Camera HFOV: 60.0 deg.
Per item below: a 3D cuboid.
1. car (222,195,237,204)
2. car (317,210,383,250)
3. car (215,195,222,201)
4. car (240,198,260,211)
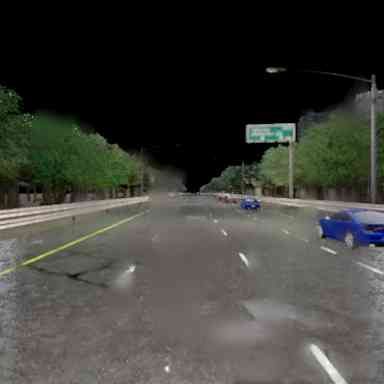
[{"bbox_3d":[7.187,1.481,62.683,1.812,1.442,4.674,0,0,0],"label":"car"},{"bbox_3d":[7.017,1.494,14.263,1.882,1.535,5.008,0,0,0],"label":"car"},{"bbox_3d":[7.250,1.418,78.662,1.882,1.535,5.008,0,0,0],"label":"car"},{"bbox_3d":[7.103,1.471,40.926,1.882,1.535,5.008,0,0,0],"label":"car"}]
